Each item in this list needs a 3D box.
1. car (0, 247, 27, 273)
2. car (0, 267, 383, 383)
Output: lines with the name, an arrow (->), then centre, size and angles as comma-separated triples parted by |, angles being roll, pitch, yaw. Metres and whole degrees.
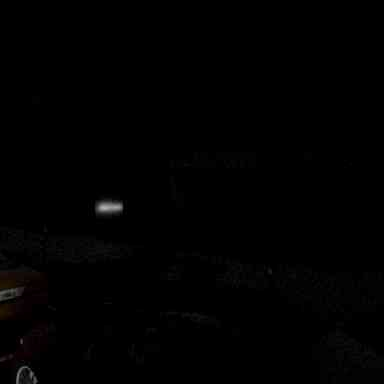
car -> -4.670, 1.523, 6.419 | 4.829, 1.417, 1.752 | 0, 1, 36
car -> 0.011, 1.581, 3.070 | 4.206, 1.307, 1.802 | 0, 1, 36
